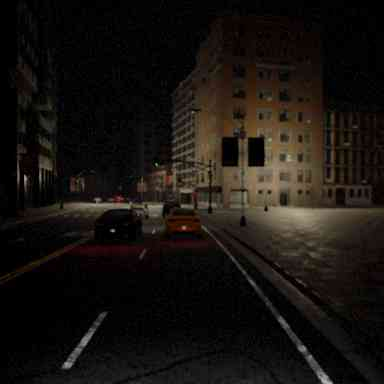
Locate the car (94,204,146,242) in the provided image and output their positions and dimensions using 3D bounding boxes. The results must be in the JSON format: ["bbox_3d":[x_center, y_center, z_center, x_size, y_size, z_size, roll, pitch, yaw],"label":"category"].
[{"bbox_3d":[-3.697,1.606,17.324,1.882,1.535,5.008,0,-1,-4],"label":"car"}]

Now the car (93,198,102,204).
[{"bbox_3d":[-21.970,2.130,77.400,2.128,1.511,4.902,0,0,-18],"label":"car"}]

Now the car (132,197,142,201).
[{"bbox_3d":[-13.811,2.170,83.724,1.812,1.442,4.674,0,-1,-20],"label":"car"}]

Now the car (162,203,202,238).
[{"bbox_3d":[-0.538,1.618,18.772,1.882,1.535,5.008,0,0,-4],"label":"car"}]

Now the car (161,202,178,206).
[{"bbox_3d":[-2.060,1.732,34.003,1.882,1.535,5.008,0,0,-7],"label":"car"}]

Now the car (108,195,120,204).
[{"bbox_3d":[-18.921,2.151,78.543,2.033,1.411,5.357,0,0,-18],"label":"car"}]

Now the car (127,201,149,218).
[{"bbox_3d":[-5.099,1.841,32.194,1.895,1.301,4.718,0,0,-7],"label":"car"}]

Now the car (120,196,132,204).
[{"bbox_3d":[-16.786,2.222,82.374,1.895,1.301,4.718,0,-1,-20],"label":"car"}]
